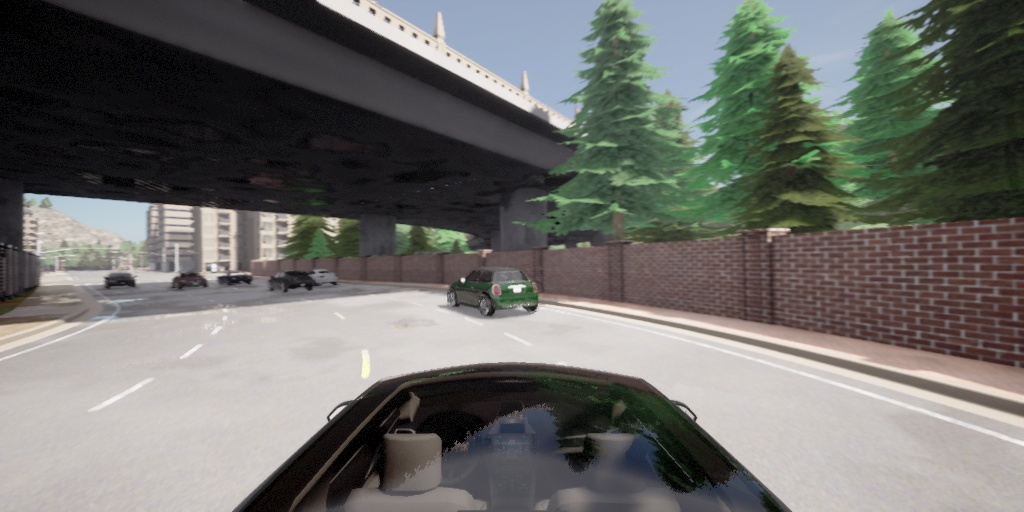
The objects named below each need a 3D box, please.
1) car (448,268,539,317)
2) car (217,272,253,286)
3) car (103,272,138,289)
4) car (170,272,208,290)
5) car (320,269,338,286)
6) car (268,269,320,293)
[{"bbox_3d":[-0.903,1.246,14.324,2.097,1.767,4.553,-1,-1,-31],"label":"car"},{"bbox_3d":[-27.451,2.209,35.450,4.718,1.301,1.895,-2,-1,38],"label":"car"},{"bbox_3d":[-37.350,2.288,34.168,4.892,1.490,1.837,-2,-1,39],"label":"car"},{"bbox_3d":[-28.319,2.111,31.457,4.674,1.442,1.812,-2,-1,38],"label":"car"},{"bbox_3d":[-17.064,1.899,31.595,4.674,1.442,1.812,-2,-1,39],"label":"car"},{"bbox_3d":[-16.347,1.813,26.442,4.892,1.490,1.837,-2,-1,41],"label":"car"}]
